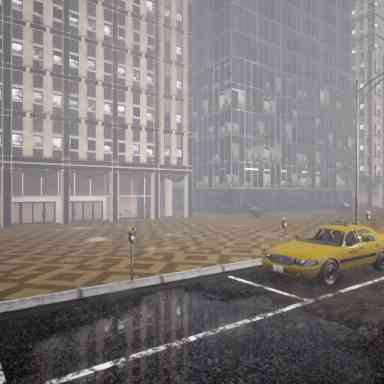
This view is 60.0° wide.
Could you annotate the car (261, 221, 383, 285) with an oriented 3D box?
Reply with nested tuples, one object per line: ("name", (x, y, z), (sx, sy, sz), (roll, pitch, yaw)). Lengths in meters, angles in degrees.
("car", (4.037, 1.526, 9.454), (4.829, 1.417, 1.752), (0, 0, -36))
